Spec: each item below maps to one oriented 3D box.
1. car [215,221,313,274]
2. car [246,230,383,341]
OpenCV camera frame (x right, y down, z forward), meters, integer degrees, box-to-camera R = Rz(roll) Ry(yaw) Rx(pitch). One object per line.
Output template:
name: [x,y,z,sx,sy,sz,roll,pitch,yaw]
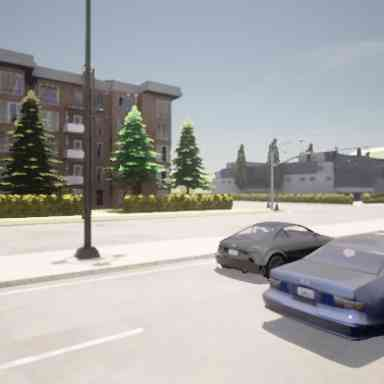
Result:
car: [2.732,1.579,10.016,4.181,1.385,1.994,0,0,-36]
car: [3.750,1.559,6.444,5.357,1.411,2.033,0,0,-35]
